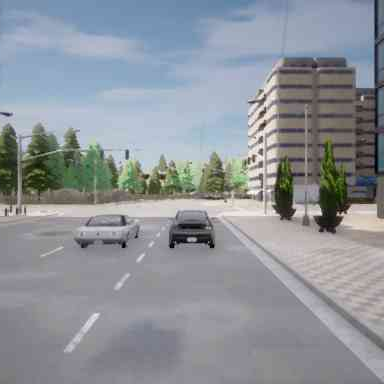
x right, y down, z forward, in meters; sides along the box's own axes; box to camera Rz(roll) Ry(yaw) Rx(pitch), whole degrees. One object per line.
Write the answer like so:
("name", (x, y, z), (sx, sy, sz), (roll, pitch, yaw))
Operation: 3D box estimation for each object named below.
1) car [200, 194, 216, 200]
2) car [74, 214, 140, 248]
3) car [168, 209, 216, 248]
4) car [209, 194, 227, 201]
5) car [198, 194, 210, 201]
("car", (4.620, 1.353, 94.124), (2.097, 1.767, 4.553), (0, 0, 42))
("car", (-3.500, 1.614, 14.680), (1.895, 1.301, 4.718), (0, 0, 0))
("car", (0.000, 1.514, 14.650), (1.837, 1.490, 4.892), (0, 0, 0))
("car", (7.206, 1.555, 86.490), (1.895, 1.301, 4.718), (0, 0, 38))
("car", (4.514, 1.460, 88.735), (1.882, 1.535, 5.008), (0, 0, 38))
